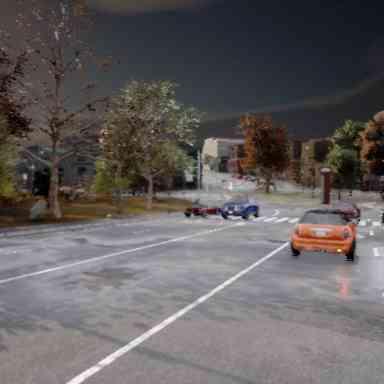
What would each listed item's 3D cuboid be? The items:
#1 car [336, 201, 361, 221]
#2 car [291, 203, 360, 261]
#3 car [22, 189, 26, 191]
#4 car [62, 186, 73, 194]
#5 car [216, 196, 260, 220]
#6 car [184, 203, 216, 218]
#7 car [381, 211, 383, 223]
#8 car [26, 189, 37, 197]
[{"bbox_3d":[12.271,1.531,26.563,2.097,1.767,4.553,0,0,29],"label":"car"},{"bbox_3d":[5.387,1.461,13.250,2.097,1.767,4.553,0,0,28],"label":"car"},{"bbox_3d":[-32.372,0.244,64.220,1.946,1.575,5.366,-1,2,-11],"label":"car"},{"bbox_3d":[-23.608,-0.056,62.940,2.435,2.045,5.566,-1,2,-11],"label":"car"},{"bbox_3d":[4.509,1.354,30.214,2.150,2.045,5.566,0,0,27],"label":"car"},{"bbox_3d":[1.061,1.707,31.184,1.895,1.301,4.718,0,0,28],"label":"car"},{"bbox_3d":[14.933,1.747,24.191,2.033,1.411,5.357,0,0,28],"label":"car"},{"bbox_3d":[-29.480,0.105,63.881,2.185,1.767,4.553,-1,2,-11],"label":"car"}]
